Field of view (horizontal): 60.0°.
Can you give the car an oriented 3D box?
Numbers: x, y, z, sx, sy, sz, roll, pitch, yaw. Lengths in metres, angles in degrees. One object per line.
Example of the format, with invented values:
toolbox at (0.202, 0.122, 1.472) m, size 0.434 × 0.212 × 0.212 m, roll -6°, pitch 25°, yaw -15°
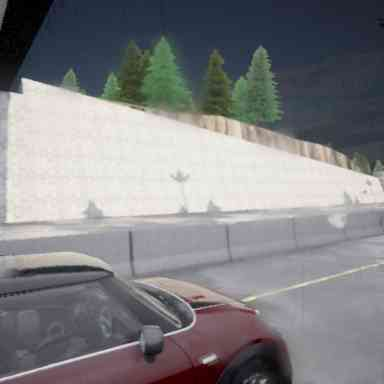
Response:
car at (-1.206, 1.348, 2.887) m, size 4.553 × 1.767 × 2.097 m, roll 0°, pitch 0°, yaw -35°
